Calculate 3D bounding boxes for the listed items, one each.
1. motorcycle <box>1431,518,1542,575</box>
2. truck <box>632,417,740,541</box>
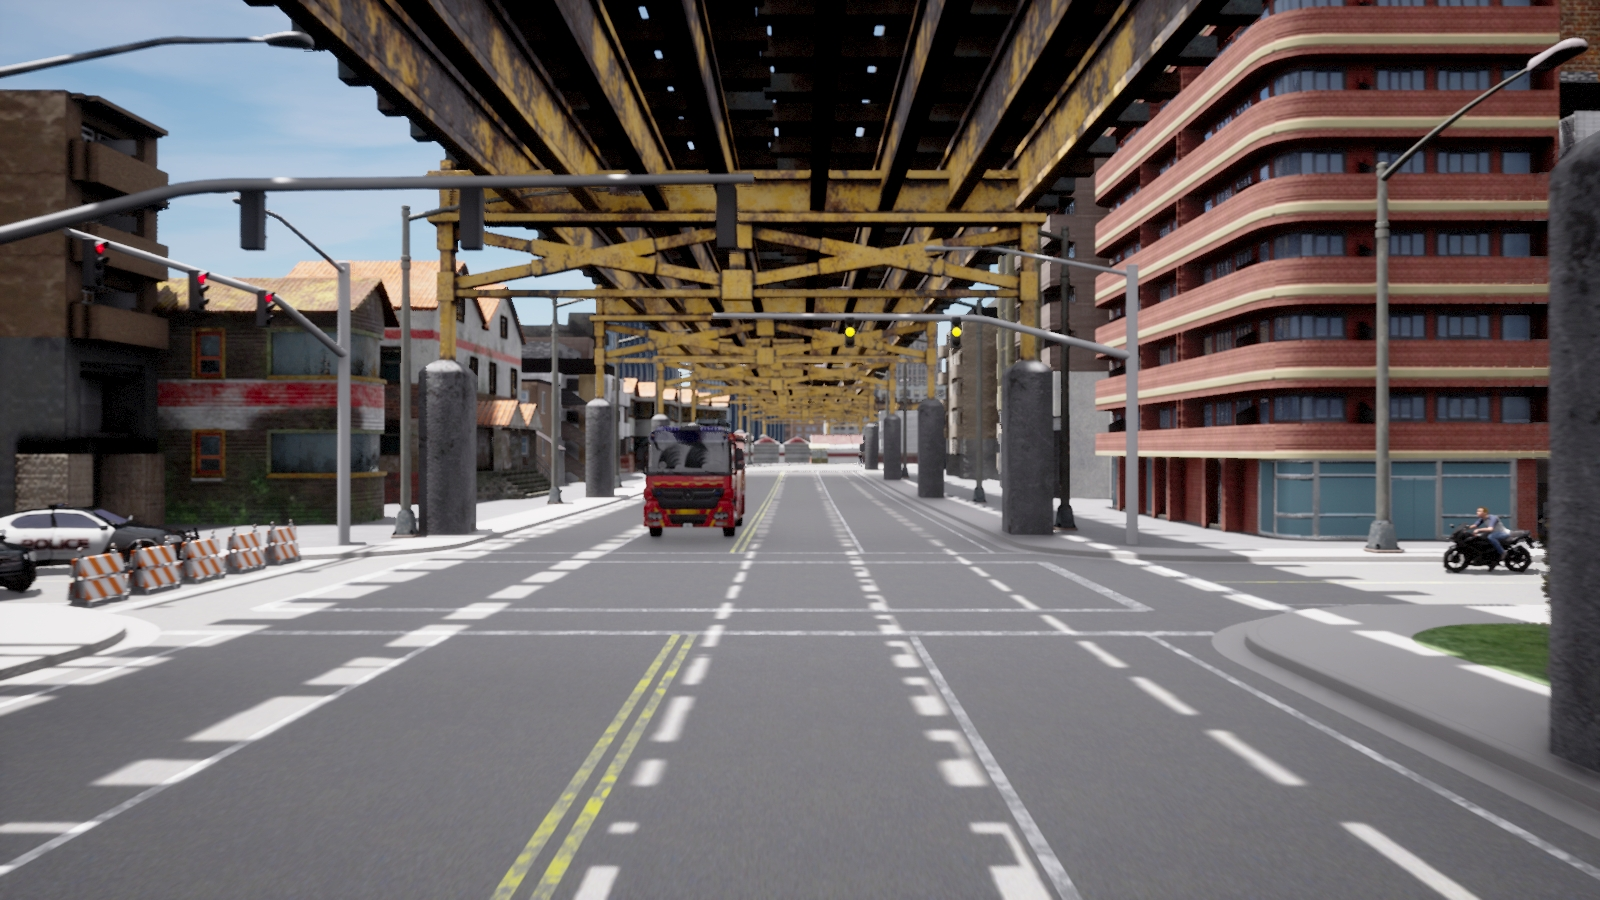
[{"bbox_3d":[15.560,2.175,25.918,2.033,1.224,0.803,0,0,1],"label":"motorcycle"},{"bbox_3d":[-3.741,0.895,39.515,2.891,3.827,8.468,0,0,0],"label":"truck"}]
